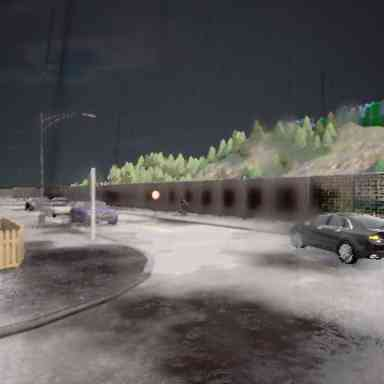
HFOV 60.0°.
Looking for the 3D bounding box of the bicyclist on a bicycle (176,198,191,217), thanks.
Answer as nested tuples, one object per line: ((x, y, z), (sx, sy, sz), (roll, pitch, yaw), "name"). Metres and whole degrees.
((-0.737, 1.323, 28.854), (1.656, 1.620, 0.582), (0, 0, -35), "bicyclist on a bicycle")

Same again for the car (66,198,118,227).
((-6.777, 1.339, 22.861), (2.097, 1.767, 4.553), (0, 0, -36), "car")

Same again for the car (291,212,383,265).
((5.313, 1.487, 11.749), (1.837, 1.490, 4.892), (2, -1, -12), "car")

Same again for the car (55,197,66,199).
((-18.489, 1.485, 46.427), (1.837, 1.490, 4.892), (0, 0, -35), "car")

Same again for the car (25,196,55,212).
((-17.710, 1.339, 38.227), (2.097, 1.767, 4.553), (0, 0, -35), "car")

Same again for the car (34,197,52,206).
((-24.582, 1.505, 54.878), (1.812, 1.442, 4.674), (0, 0, -36), "car")

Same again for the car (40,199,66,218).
((-12.052, 1.588, 30.261), (1.895, 1.301, 4.718), (0, 0, -35), "car")
